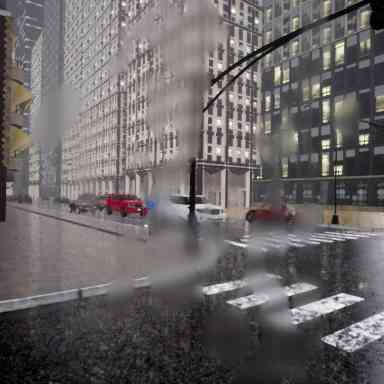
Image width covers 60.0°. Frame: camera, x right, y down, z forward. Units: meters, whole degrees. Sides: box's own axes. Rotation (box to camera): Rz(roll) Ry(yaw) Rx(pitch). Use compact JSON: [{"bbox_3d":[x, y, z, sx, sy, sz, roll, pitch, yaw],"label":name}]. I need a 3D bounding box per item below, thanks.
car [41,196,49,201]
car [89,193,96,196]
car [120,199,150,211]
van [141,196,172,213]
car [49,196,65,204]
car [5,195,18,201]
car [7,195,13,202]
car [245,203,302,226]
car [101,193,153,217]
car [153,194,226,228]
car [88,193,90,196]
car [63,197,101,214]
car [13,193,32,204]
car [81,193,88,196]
[{"bbox_3d":[-36.800,1.571,83.787,1.802,1.307,4.206,1,-1,-35],"label":"car"},{"bbox_3d":[-11.382,1.331,43.555,2.097,1.767,4.553,1,-1,-35],"label":"car"},{"bbox_3d":[-7.351,1.584,42.348,2.008,1.369,4.403,1,-1,-35],"label":"car"},{"bbox_3d":[-4.075,1.382,37.746,1.690,1.788,3.998,1,-1,-35],"label":"van"},{"bbox_3d":[-24.195,1.504,61.610,2.033,1.411,5.357,1,-1,-38],"label":"car"},{"bbox_3d":[-40.356,1.378,74.329,2.008,1.369,4.403,1,-1,-35],"label":"car"},{"bbox_3d":[-37.085,1.397,69.725,1.947,1.339,4.313,1,-1,-35],"label":"car"},{"bbox_3d":[5.740,1.505,23.932,1.967,1.590,4.097,1,-1,-35],"label":"car"},{"bbox_3d":[-6.115,1.155,30.621,2.150,2.045,5.566,1,-1,-35],"label":"car"},{"bbox_3d":[-0.139,1.170,22.215,2.150,2.045,5.566,1,-1,-35],"label":"car"},{"bbox_3d":[-14.464,1.380,53.093,2.097,1.767,4.553,1,-1,-35],"label":"car"},{"bbox_3d":[-10.909,1.427,32.890,2.008,1.369,4.403,1,-1,-35],"label":"car"},{"bbox_3d":[-30.537,1.155,60.519,2.192,1.841,5.009,1,-1,-35],"label":"car"},{"bbox_3d":[-18.557,1.248,58.845,2.150,2.045,5.566,1,-1,-35],"label":"car"}]
